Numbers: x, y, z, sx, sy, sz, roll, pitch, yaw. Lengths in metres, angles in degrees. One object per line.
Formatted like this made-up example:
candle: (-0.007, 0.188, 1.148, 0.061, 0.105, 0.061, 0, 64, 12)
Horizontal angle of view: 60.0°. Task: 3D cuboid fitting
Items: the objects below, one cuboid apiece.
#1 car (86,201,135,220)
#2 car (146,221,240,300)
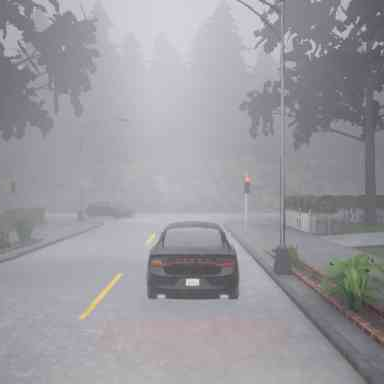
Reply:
car: (-7.020, 1.525, 28.493, 4.674, 1.442, 1.812, 0, -1, 29)
car: (0.040, 1.478, 8.481, 1.882, 1.535, 5.008, 0, 0, 1)
